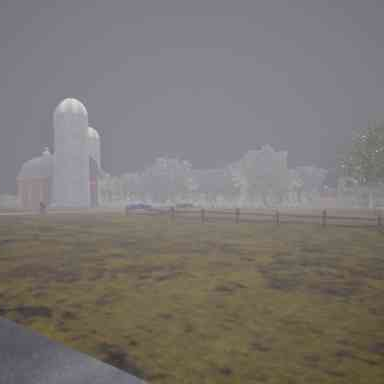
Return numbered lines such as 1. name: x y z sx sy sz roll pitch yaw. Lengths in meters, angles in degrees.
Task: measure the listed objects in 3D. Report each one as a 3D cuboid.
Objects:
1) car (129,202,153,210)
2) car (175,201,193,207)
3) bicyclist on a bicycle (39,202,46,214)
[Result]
1. car: -9.539 2.630 62.547 1.882 1.535 5.008 -2 -2 36
2. car: -1.636 2.809 73.605 1.882 1.535 5.008 -2 -2 36
3. bicyclist on a bicycle: -19.527 2.069 43.327 1.656 1.620 0.582 -1 -2 36
